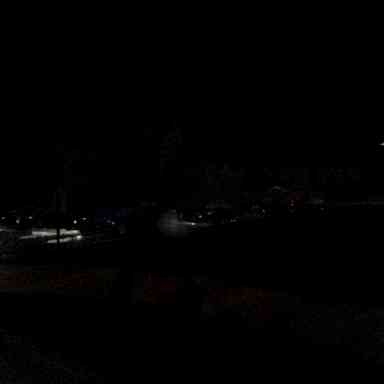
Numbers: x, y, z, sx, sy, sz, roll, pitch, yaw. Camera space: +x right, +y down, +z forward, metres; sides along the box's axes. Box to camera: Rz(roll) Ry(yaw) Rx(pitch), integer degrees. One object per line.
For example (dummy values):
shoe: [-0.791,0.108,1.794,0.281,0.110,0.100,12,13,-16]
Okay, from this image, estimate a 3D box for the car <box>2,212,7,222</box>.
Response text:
car: [-12.032,1.654,25.775,1.837,1.490,4.892,0,0,36]

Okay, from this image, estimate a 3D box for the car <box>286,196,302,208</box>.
car: [15.286,1.451,51.182,2.097,1.767,4.553,0,0,36]

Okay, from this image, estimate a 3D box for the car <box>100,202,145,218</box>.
car: [-6.801,1.712,32.946,1.994,1.385,4.181,0,0,36]

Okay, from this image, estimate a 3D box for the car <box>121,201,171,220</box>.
car: [-4.160,1.652,30.605,1.812,1.442,4.674,0,0,36]

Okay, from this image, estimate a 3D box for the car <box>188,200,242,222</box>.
car: [2.002,1.610,27.170,1.812,1.442,4.674,0,0,36]

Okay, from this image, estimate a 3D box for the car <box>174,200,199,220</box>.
car: [-0.782,1.610,29.320,1.837,1.490,4.892,0,0,36]

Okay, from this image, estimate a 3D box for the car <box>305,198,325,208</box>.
car: [18.294,1.611,49.358,1.812,1.442,4.674,0,0,36]

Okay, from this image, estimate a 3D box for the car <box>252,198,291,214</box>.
car: [8.803,1.684,36.506,1.895,1.301,4.718,0,0,36]

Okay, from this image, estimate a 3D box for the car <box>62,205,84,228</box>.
car: [-6.036,1.670,22.121,1.994,1.385,4.181,0,0,36]

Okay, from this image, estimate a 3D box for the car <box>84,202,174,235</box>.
car: [-3.513,1.563,19.635,1.882,1.535,5.008,0,0,36]

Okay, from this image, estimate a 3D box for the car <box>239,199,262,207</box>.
car: [9.888,1.800,55.646,1.895,1.301,4.718,0,0,36]

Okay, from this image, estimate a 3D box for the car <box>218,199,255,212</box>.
car: [5.428,1.652,37.825,2.033,1.411,5.357,0,0,36]

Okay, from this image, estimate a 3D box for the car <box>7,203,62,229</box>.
car: [-9.629,1.619,23.134,2.128,1.511,4.902,0,0,36]

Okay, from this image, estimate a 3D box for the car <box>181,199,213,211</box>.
car: [0.687,1.710,43.195,1.994,1.385,4.181,0,0,36]
